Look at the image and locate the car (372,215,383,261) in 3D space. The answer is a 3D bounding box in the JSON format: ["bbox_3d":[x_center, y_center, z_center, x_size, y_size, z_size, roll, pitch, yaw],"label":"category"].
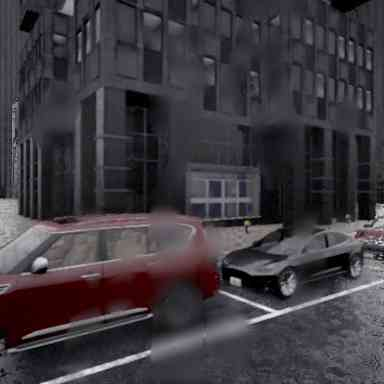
[{"bbox_3d":[7.303,1.526,11.853,4.097,1.590,1.967,0,-1,-35],"label":"car"}]

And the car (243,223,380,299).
[{"bbox_3d":[2.740,1.614,8.603,4.313,1.339,1.947,0,-1,-35],"label":"car"}]

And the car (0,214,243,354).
[{"bbox_3d":[-1.822,1.325,5.355,5.009,1.841,2.192,0,0,-35],"label":"car"}]
